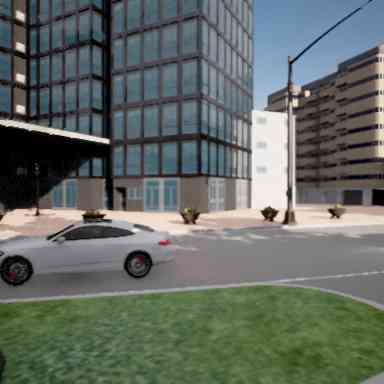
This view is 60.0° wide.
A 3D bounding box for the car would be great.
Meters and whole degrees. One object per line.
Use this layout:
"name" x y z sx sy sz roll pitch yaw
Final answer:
"car" -2.799 1.466 8.975 4.674 1.442 1.812 0 0 -13
